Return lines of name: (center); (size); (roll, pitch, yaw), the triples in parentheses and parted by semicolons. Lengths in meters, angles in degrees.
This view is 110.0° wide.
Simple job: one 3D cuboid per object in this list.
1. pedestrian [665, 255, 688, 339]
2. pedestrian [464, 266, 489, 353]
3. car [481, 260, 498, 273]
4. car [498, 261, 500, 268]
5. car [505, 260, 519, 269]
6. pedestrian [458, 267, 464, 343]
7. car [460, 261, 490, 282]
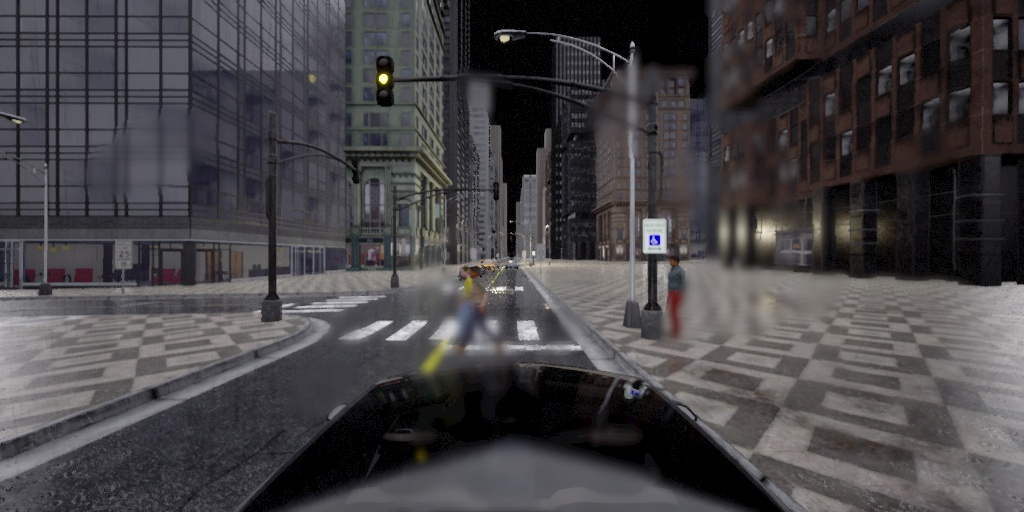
pedestrian: (3.594, 0.887, 7.966); (0.375, 1.860, 0.375); (0, 0, 0)
pedestrian: (-0.710, 1.039, 7.293); (0.375, 1.860, 0.375); (0, 0, 0)
car: (-3.079, 1.200, 42.997); (1.882, 1.535, 5.008); (0, 0, 0)
car: (-2.989, 1.296, 58.912); (1.994, 1.385, 4.181); (0, 0, 0)
car: (0.010, 1.285, 53.749); (1.994, 1.385, 4.181); (0, 0, 0)
pedestrian: (-1.020, 1.038, 8.523); (0.375, 1.860, 0.375); (0, 0, 0)
car: (-3.090, 1.329, 29.292); (1.895, 1.301, 4.718); (0, 0, 0)
